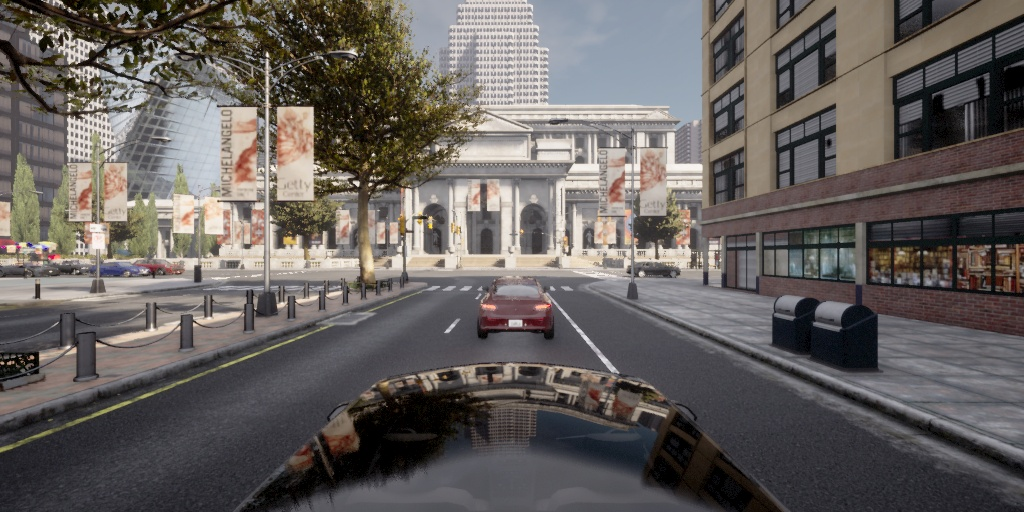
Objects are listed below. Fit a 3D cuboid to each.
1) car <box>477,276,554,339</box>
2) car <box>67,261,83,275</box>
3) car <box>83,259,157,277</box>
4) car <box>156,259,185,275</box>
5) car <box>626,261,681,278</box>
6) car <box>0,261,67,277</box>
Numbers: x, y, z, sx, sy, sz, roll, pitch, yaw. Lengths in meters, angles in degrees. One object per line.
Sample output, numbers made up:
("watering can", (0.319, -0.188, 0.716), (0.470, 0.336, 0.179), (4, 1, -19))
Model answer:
("car", (0.115, 1.276, 9.996), (1.812, 1.442, 4.674), (0, 0, 1))
("car", (-46.249, 1.241, 37.743), (4.902, 1.511, 2.128), (0, 0, 0))
("car", (-37.329, 1.276, 34.206), (4.674, 1.442, 1.812), (0, 0, 0))
("car", (-37.295, 1.102, 37.701), (4.553, 1.767, 2.097), (0, 0, 0))
("car", (13.266, 1.255, 33.645), (4.892, 1.490, 1.837), (0, 0, 1))
("car", (-46.089, 1.314, 34.235), (4.181, 1.385, 1.994), (0, 0, -1))
